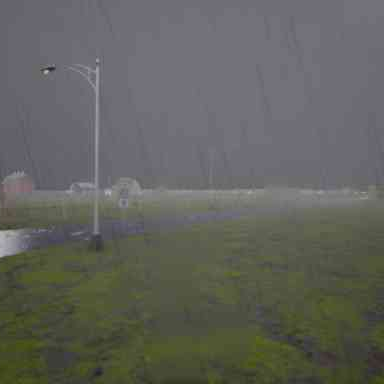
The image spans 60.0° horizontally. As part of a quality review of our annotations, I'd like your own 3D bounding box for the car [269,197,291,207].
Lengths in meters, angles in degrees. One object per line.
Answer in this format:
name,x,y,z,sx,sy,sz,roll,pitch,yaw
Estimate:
car,13.503,1.438,50.517,2.033,1.411,5.357,1,1,34
